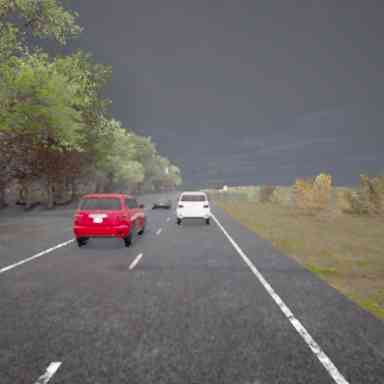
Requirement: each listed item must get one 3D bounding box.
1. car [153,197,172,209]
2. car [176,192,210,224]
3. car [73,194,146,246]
[{"bbox_3d":[-3.418,1.259,38.939,1.994,1.385,4.181,0,0,0],"label":"car"},{"bbox_3d":[0.089,1.041,23.230,2.150,2.045,5.566,0,0,0],"label":"car"},{"bbox_3d":[-3.407,1.106,14.740,2.150,2.045,5.566,0,0,0],"label":"car"}]
